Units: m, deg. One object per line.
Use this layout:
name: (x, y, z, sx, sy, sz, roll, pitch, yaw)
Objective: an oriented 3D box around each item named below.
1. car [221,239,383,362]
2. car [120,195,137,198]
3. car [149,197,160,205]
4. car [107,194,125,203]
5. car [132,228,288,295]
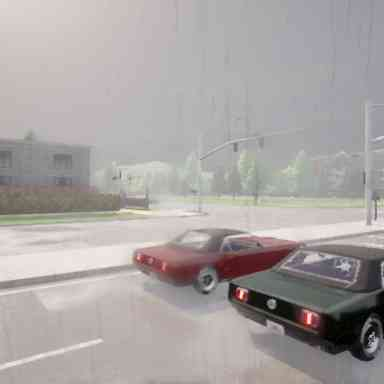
car: (2.984, 1.604, 5.917, 4.718, 1.301, 1.895, 0, 0, -35)
car: (-10.277, 1.362, 56.884, 2.097, 1.767, 4.553, 0, 0, -36)
car: (-7.342, 1.538, 58.809, 1.812, 1.442, 4.674, 0, 0, -36)
car: (-16.216, 1.368, 71.086, 2.097, 1.767, 4.553, 0, 0, -36)
car: (0.960, 1.604, 8.772, 4.718, 1.301, 1.895, 0, 0, -35)
